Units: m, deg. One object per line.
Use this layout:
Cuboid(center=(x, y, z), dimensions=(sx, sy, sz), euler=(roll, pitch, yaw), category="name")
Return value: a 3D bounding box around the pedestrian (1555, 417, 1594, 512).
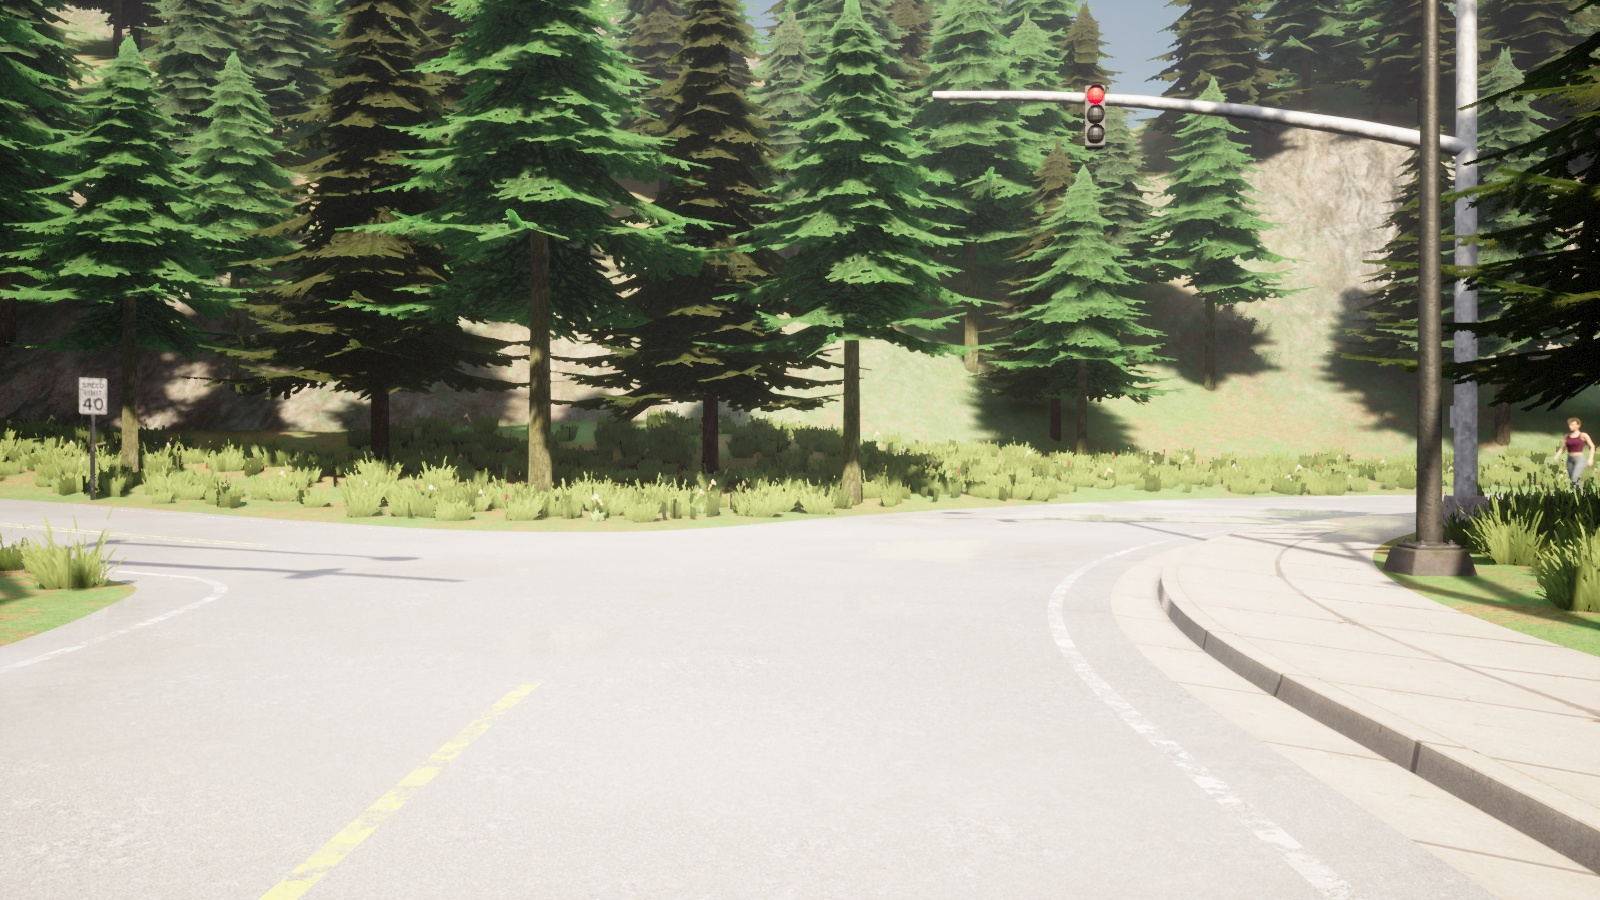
Cuboid(center=(15.140, 0.282, 24.543), dimensions=(0.594, 1.836, 0.345), euler=(0, 0, -20), category="pedestrian")
